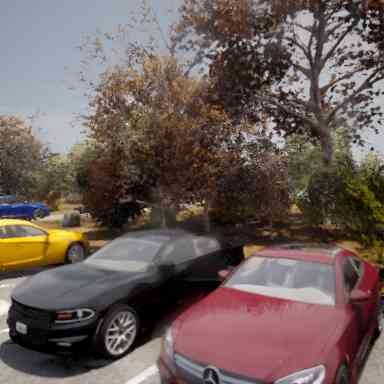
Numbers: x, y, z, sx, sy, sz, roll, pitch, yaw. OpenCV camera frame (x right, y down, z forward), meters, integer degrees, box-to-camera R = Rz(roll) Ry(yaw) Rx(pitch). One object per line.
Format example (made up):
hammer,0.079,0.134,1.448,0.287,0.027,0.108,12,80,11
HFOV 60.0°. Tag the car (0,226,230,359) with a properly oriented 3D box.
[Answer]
car,-0.769,1.498,6.372,2.097,1.535,5.008,0,0,36

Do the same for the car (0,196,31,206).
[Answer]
car,-32.025,1.628,59.987,1.837,1.490,4.892,-4,-1,35

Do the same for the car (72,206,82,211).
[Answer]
car,-10.256,1.610,34.521,1.994,1.385,4.181,-4,-1,35

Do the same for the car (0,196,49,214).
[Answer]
car,-13.377,1.287,24.165,2.150,2.045,5.566,-4,-1,39

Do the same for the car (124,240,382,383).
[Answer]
car,1.498,1.525,4.750,2.002,1.452,4.674,0,0,36

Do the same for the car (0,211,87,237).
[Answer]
car,-5.306,1.534,9.600,2.097,1.535,5.008,-1,0,36
